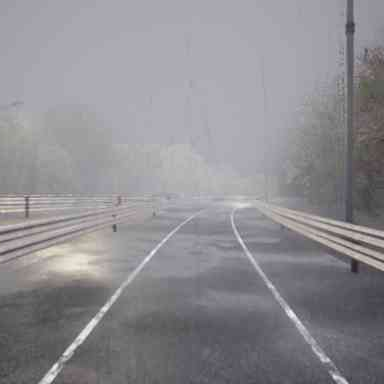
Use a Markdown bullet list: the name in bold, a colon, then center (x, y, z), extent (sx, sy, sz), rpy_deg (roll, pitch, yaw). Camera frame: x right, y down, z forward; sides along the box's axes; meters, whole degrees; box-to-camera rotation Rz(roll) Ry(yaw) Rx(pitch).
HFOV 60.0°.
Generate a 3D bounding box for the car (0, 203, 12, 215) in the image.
- **car**: center (-15.604, 1.032, 24.097), extent (1.895, 1.301, 4.718), rpy_deg (0, -1, 23)

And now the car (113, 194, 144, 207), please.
- **car**: center (-7.939, 1.014, 42.144), extent (2.097, 1.767, 4.553), rpy_deg (0, -1, 23)

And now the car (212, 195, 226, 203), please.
- **car**: center (6.213, 1.471, 75.968), extent (2.097, 1.767, 4.553), rpy_deg (0, -1, 23)

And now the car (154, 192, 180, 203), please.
- **car**: center (-4.133, 1.083, 60.230), extent (2.150, 2.045, 5.566), rpy_deg (0, -1, 23)
